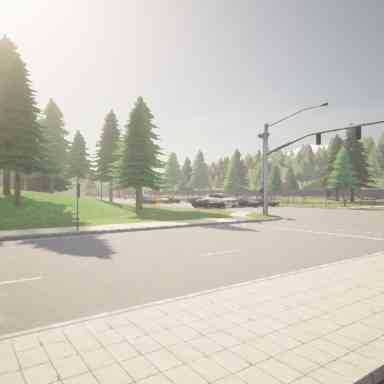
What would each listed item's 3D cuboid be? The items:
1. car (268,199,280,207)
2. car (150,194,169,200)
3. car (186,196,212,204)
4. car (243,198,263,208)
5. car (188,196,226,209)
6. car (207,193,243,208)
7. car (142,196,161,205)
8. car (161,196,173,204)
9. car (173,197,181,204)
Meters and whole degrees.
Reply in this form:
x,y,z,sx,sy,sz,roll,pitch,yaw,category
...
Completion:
x,y,z,sx,sy,sz,roll,pitch,yaw,category
10.637,1.546,50.264,2.033,1.411,5.357,0,0,-35,car
-7.506,1.155,76.212,2.033,1.411,5.357,0,0,-35,car
1.277,1.547,63.625,2.033,1.411,5.357,0,0,-35,car
7.602,1.547,48.488,2.033,1.411,5.357,0,0,-35,car
1.965,1.601,44.329,1.895,1.301,4.718,0,0,-35,car
4.149,1.216,47.318,2.150,2.045,5.566,0,1,-34,car
-7.980,1.504,58.492,1.837,1.490,4.892,0,0,-35,car
-6.131,1.477,61.969,1.882,1.535,5.008,0,0,-35,car
-4.057,1.601,65.147,1.895,1.301,4.718,0,0,-35,car
